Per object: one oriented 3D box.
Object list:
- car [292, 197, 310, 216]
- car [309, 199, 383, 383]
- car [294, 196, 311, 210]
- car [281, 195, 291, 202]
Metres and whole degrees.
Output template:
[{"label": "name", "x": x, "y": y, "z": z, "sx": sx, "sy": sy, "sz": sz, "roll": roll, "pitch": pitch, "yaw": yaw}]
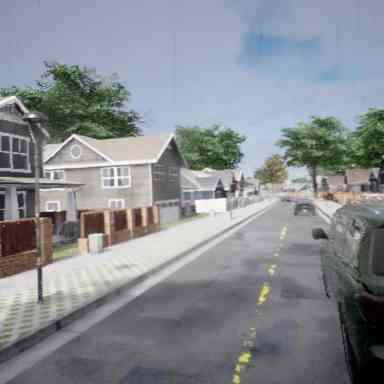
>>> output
[{"label": "car", "x": 10.640, "y": 1.394, "z": 31.533, "sx": 1.837, "sy": 1.490, "sz": 4.892, "roll": -2, "pitch": 0, "yaw": 18}, {"label": "car", "x": 3.172, "y": 1.085, "z": 4.988, "sx": 2.150, "sy": 2.045, "sz": 5.566, "roll": -7, "pitch": -2, "yaw": 17}, {"label": "car", "x": 13.814, "y": 1.335, "z": 41.813, "sx": 1.882, "sy": 1.535, "sz": 5.008, "roll": -2, "pitch": 0, "yaw": 18}, {"label": "car", "x": 19.746, "y": 1.406, "z": 70.127, "sx": 2.033, "sy": 1.411, "sz": 5.357, "roll": -2, "pitch": 0, "yaw": 17}]
